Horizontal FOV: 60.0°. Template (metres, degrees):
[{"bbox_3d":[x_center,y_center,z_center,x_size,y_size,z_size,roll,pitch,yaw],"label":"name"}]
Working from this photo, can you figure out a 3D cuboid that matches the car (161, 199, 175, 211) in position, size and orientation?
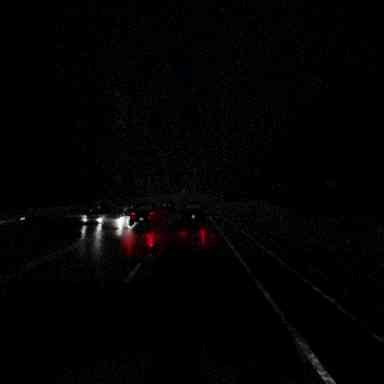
[{"bbox_3d":[-3.163,1.569,40.560,2.033,1.411,5.357,0,0,0],"label":"car"}]

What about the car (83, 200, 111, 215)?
[{"bbox_3d":[-9.794,1.536,34.574,1.812,1.442,4.674,0,0,0],"label":"car"}]

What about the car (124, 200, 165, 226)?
[{"bbox_3d":[-3.154,1.520,23.093,1.812,1.442,4.674,0,0,0],"label":"car"}]

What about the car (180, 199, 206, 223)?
[{"bbox_3d":[0.093,1.523,25.523,1.812,1.442,4.674,0,0,0],"label":"car"}]

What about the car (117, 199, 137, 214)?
[{"bbox_3d":[-6.541,1.504,35.076,2.128,1.511,4.902,0,0,0],"label":"car"}]
